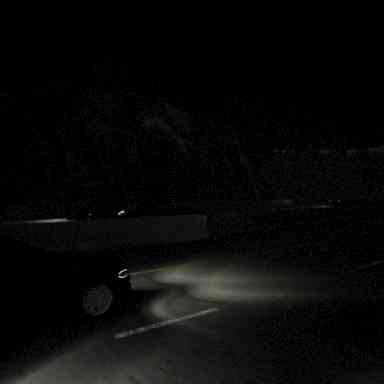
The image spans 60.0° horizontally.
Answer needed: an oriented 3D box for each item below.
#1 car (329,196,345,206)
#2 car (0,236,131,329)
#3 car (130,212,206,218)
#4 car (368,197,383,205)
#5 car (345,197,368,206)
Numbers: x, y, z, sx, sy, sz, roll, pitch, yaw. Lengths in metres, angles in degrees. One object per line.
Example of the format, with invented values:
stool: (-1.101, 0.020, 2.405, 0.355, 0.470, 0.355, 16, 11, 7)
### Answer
car: (25.528, 1.526, 57.502, 4.553, 1.767, 2.097, 0, 0, -41)
car: (-3.494, 1.489, 5.630, 5.008, 1.535, 1.882, 0, 0, -36)
car: (-1.253, 1.532, 20.810, 4.902, 1.511, 2.128, 0, 0, -39)
car: (30.106, 1.506, 52.207, 4.553, 1.767, 2.097, 0, 0, -41)
car: (27.794, 1.620, 54.835, 4.902, 1.511, 2.128, 0, 0, -41)
